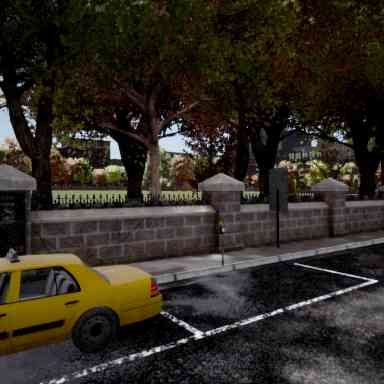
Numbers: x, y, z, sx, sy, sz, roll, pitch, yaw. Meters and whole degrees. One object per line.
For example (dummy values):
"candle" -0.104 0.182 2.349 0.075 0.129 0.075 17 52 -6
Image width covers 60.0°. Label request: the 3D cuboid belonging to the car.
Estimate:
"car" -2.768 1.525 4.585 4.829 1.417 1.752 0 0 -35
